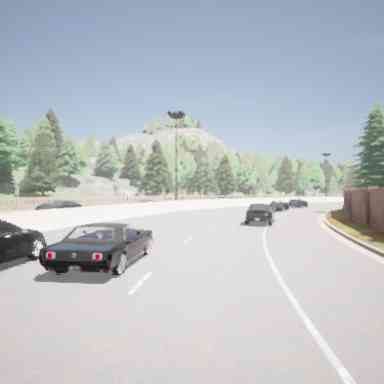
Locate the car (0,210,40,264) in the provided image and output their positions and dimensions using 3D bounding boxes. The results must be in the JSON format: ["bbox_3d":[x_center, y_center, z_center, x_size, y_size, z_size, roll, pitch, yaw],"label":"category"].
[{"bbox_3d":[-6.161,1.492,9.643,1.837,1.490,4.892,0,0,6],"label":"car"}]

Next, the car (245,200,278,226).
[{"bbox_3d":[4.973,1.545,24.161,1.837,1.490,4.892,0,0,17],"label":"car"}]

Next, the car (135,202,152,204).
[{"bbox_3d":[-5.744,1.616,39.062,1.895,1.301,4.718,0,0,24],"label":"car"}]

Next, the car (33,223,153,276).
[{"bbox_3d":[-2.590,1.601,10.353,1.895,1.301,4.718,0,0,7],"label":"car"}]

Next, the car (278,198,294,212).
[{"bbox_3d":[10.604,1.637,40.717,1.994,1.385,4.181,0,0,30],"label":"car"}]

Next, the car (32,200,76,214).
[{"bbox_3d":[-14.608,1.545,35.433,1.994,1.385,4.181,0,0,20],"label":"car"}]

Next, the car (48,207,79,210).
[{"bbox_3d":[-12.292,1.511,31.426,1.812,1.442,4.674,0,0,18],"label":"car"}]

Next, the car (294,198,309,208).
[{"bbox_3d":[15.809,1.591,49.487,2.128,1.511,4.902,0,0,37],"label":"car"}]
